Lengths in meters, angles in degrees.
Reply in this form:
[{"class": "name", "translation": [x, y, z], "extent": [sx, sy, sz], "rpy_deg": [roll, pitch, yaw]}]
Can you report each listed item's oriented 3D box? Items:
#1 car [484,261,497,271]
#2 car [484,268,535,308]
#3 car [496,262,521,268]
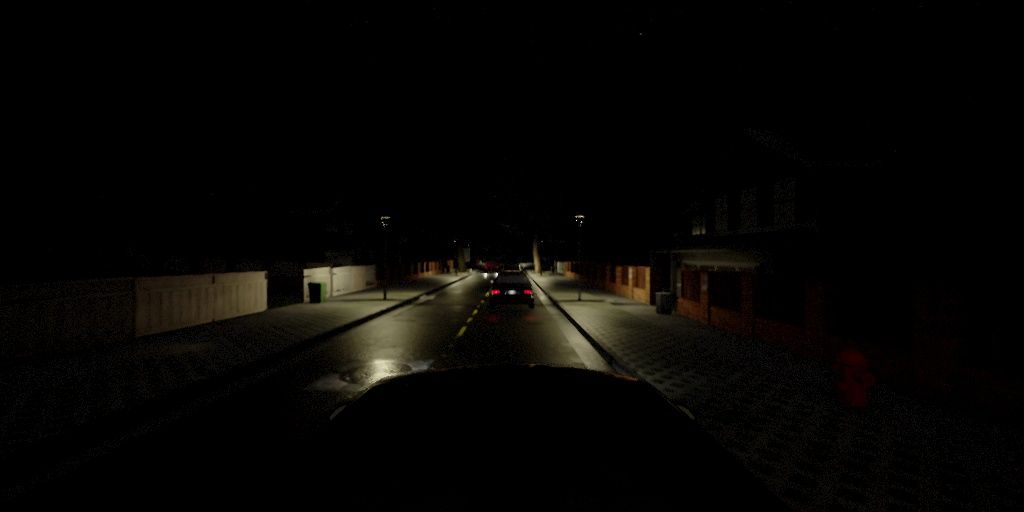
[{"class": "car", "translation": [-2.764, 1.464, 50.083], "extent": [1.882, 1.535, 5.008], "rpy_deg": [0, 0, 0]}, {"class": "car", "translation": [-0.001, 1.414, 15.828], "extent": [2.033, 1.411, 5.357], "rpy_deg": [0, 0, 0]}, {"class": "car", "translation": [-0.001, 1.436, 31.133], "extent": [2.128, 1.511, 4.902], "rpy_deg": [0, 0, 0]}]
